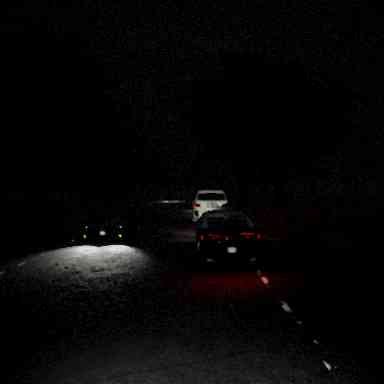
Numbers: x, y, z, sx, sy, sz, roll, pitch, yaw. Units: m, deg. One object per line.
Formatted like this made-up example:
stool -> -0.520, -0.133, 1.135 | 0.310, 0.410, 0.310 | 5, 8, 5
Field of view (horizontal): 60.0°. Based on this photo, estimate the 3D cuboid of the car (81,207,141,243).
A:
car -> -3.577, 1.414, 15.253 | 1.994, 1.385, 4.181 | -1, 1, 0

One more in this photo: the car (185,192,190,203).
car -> 0.071, 0.800, 46.653 | 1.994, 1.385, 4.181 | 0, 1, 1

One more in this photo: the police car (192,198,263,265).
police car -> 1.050, 1.258, 11.290 | 1.930, 1.638, 5.238 | -1, 1, 0

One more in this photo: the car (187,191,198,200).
car -> 0.073, 0.642, 60.894 | 1.994, 1.385, 4.181 | -1, 1, 0

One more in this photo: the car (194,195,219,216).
car -> 1.108, 1.062, 27.199 | 1.837, 1.490, 4.892 | -1, 0, 0

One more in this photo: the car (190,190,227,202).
car -> 1.098, 0.862, 21.213 | 2.150, 2.045, 5.566 | 0, 1, 0

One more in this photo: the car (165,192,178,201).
car -> -3.450, 0.708, 56.377 | 1.837, 1.490, 4.892 | -1, 1, 0
